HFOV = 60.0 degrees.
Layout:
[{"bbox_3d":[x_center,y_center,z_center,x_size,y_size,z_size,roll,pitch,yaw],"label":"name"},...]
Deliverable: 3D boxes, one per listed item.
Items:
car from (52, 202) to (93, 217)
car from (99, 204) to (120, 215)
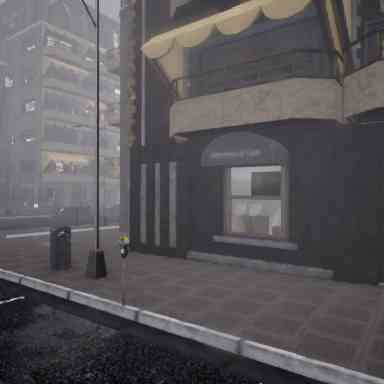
[{"bbox_3d":[-12.685,1.821,35.240,1.967,1.590,4.097,-1,-1,35],"label":"car"},{"bbox_3d":[-9.403,2.063,39.864,1.802,1.307,4.206,-1,-1,35],"label":"car"}]
